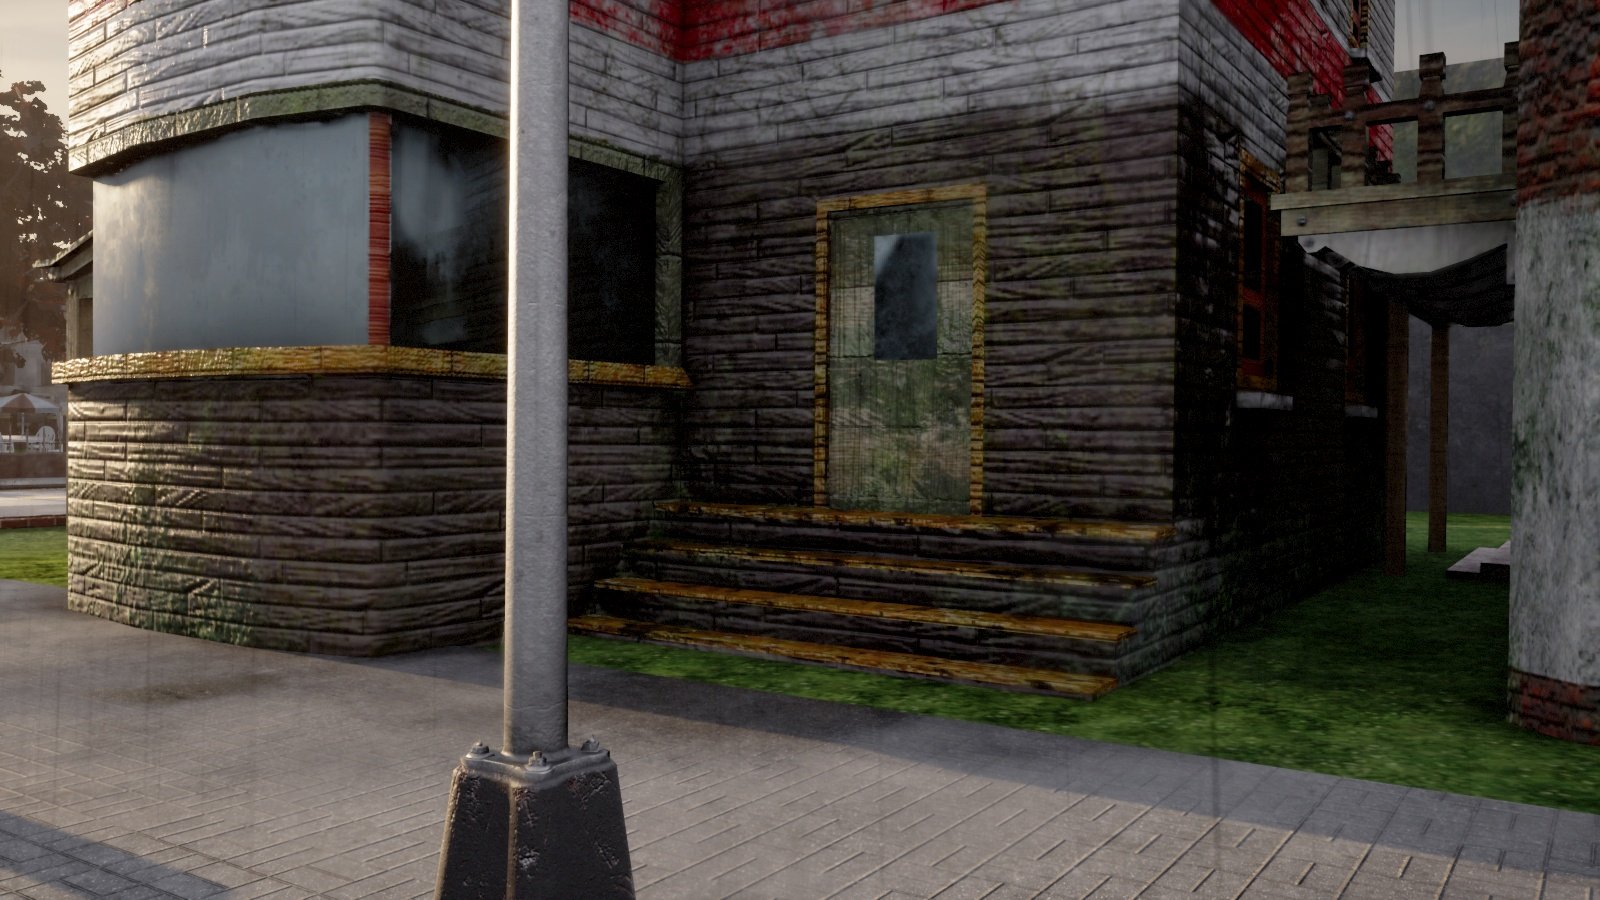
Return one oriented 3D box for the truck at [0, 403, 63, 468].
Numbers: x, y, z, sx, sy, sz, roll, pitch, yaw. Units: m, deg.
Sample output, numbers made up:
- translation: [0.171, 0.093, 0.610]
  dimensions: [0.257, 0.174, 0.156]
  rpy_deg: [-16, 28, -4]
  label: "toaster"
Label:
- translation: [-44.513, -0.769, 67.458]
  dimensions: [2.891, 3.462, 7.936]
  rpy_deg: [0, 1, 33]
  label: "truck"
